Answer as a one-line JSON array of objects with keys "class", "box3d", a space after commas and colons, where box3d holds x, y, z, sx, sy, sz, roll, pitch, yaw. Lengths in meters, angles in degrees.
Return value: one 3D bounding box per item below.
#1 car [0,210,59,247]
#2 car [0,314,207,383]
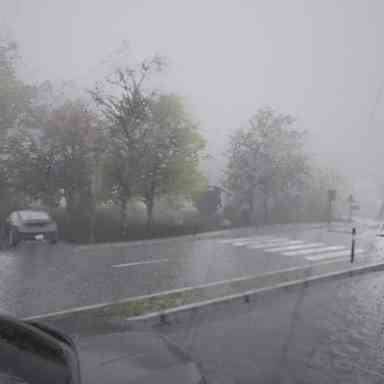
[{"class": "car", "box3d": [-7.707, 1.593, 15.714, 2.231, 1.521, 4.892, 1, -1, -35]}, {"class": "car", "box3d": [-2.058, 1.496, 1.971, 4.892, 1.490, 1.837, 1, -1, -36]}]
